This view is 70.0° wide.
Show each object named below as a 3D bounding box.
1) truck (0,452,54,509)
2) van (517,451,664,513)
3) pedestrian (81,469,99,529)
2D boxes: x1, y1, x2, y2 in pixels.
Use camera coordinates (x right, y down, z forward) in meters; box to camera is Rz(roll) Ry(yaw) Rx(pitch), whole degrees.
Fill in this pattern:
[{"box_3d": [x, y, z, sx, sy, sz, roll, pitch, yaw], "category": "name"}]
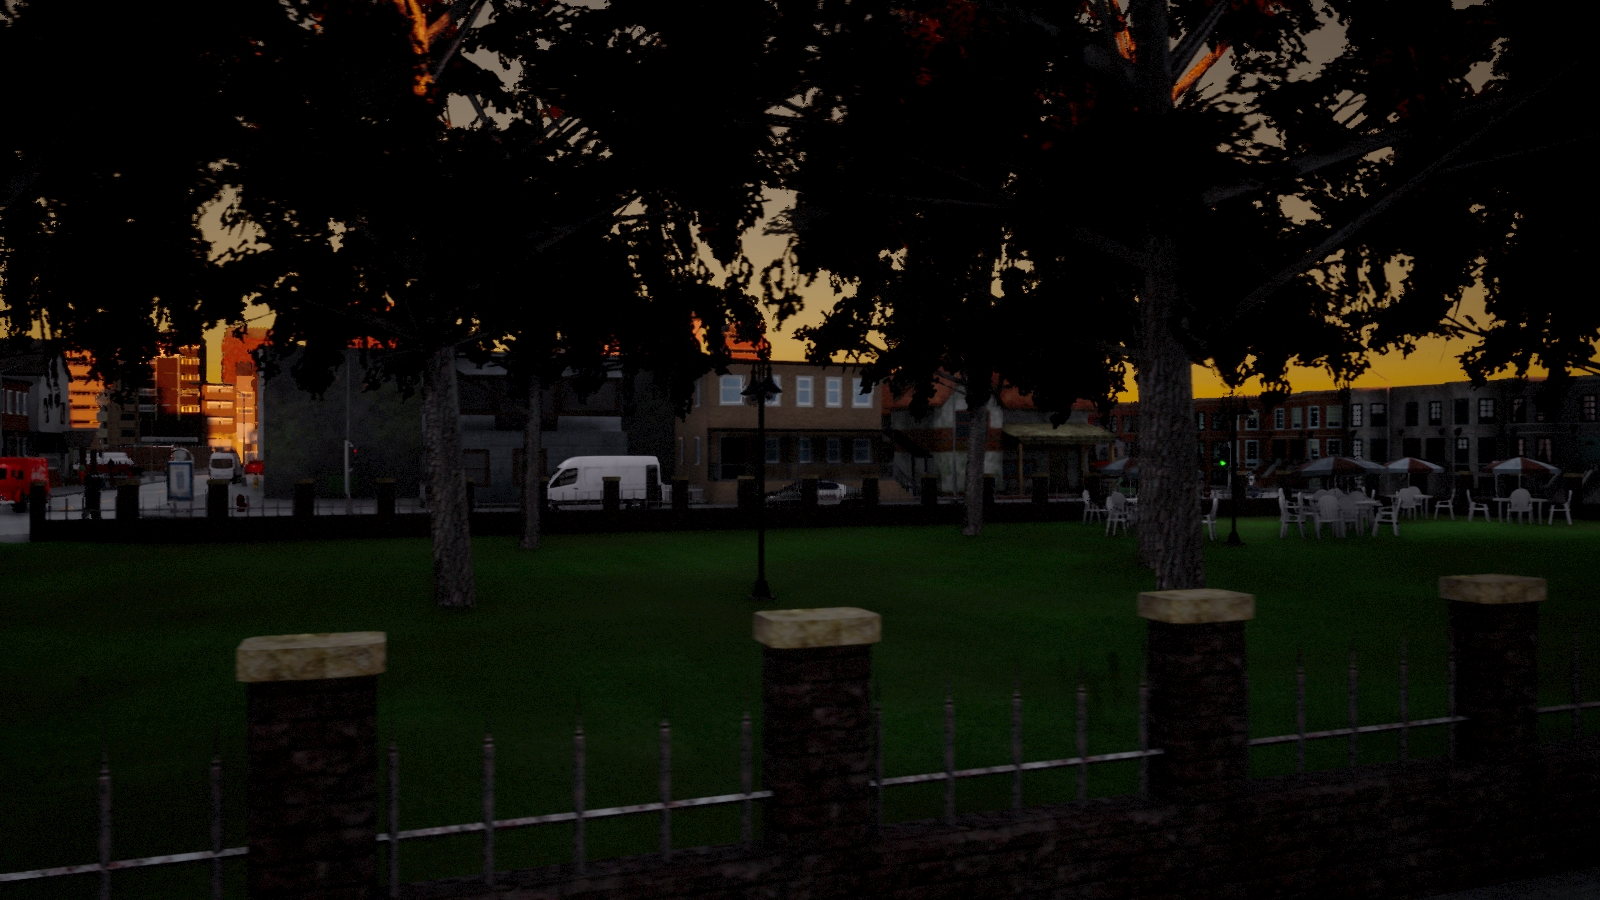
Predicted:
[{"box_3d": [-36.570, 1.347, 52.603, 2.627, 2.467, 5.204, 0, 0, -20], "category": "truck"}, {"box_3d": [-8.933, 1.315, 48.767, 5.915, 2.561, 1.988, 0, 0, -20], "category": "van"}, {"box_3d": [-22.114, 1.525, 35.604, 0.375, 1.860, 0.375, 0, 0, -15], "category": "pedestrian"}]
